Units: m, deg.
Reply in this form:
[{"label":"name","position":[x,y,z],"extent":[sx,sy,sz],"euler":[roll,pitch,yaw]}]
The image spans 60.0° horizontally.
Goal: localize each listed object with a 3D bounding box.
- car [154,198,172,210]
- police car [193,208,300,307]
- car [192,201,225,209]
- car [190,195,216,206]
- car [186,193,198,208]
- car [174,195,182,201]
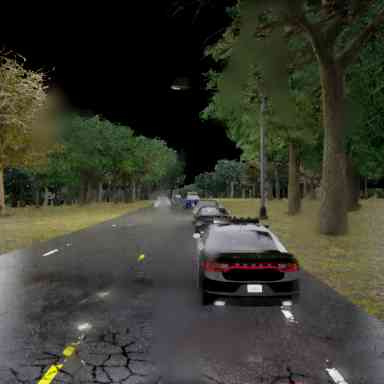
[{"label":"car","position":[-3.523,1.436,40.799],"extent":[1.812,1.442,4.674],"euler":[0,0,0]},{"label":"police car","position":[1.066,1.425,8.210],"extent":[1.930,1.638,5.238],"euler":[0,0,0]},{"label":"car","position":[1.084,1.465,18.102],"extent":[1.882,1.535,5.008],"euler":[0,0,0]},{"label":"car","position":[1.094,1.324,24.073],"extent":[2.097,1.767,4.553],"euler":[0,0,0]},{"label":"car","position":[0.128,1.359,46.887],"extent":[1.882,1.535,5.008],"euler":[0,0,1]},{"label":"car","position":[-3.350,1.398,80.982],"extent":[1.812,1.442,4.674],"euler":[0,0,0]}]
